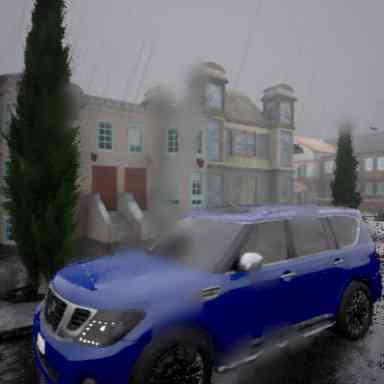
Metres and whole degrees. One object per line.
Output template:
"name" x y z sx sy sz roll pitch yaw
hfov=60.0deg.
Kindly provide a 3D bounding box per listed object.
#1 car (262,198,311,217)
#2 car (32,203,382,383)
"car" 9.616 1.549 34.225 2.097 1.767 4.553 1 0 -35
"car" 0.688 1.246 5.068 5.566 2.045 2.150 0 0 -35
